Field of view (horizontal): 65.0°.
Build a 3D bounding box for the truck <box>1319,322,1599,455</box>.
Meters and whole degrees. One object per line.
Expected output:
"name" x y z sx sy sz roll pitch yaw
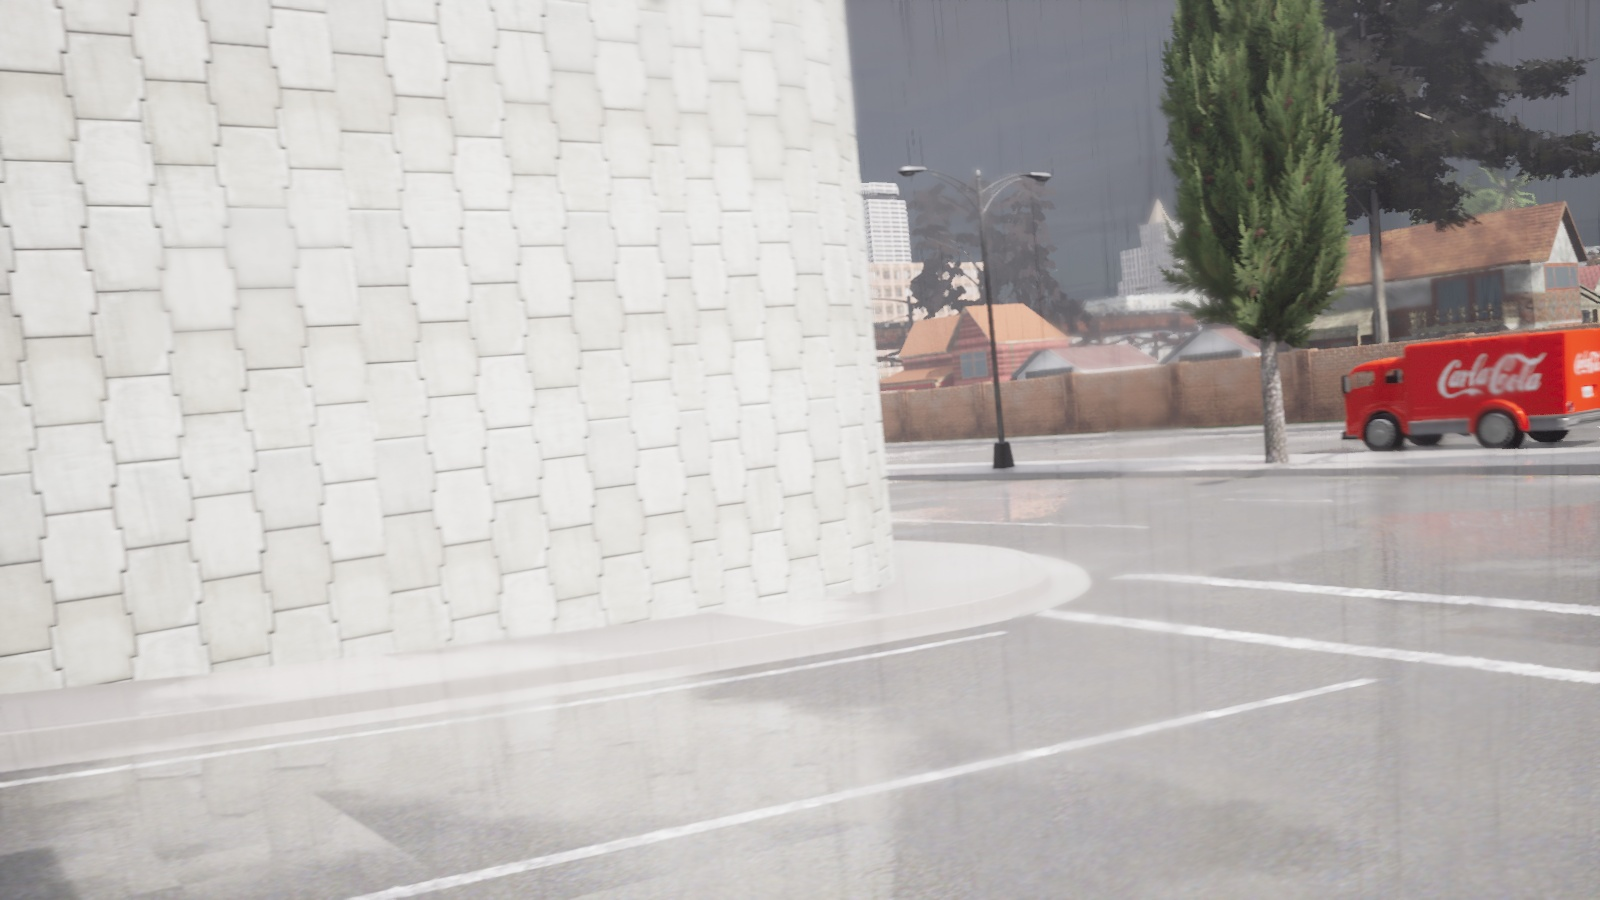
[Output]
"truck" 14.911 -1.318 28.255 2.627 2.467 5.204 -7 2 -35
